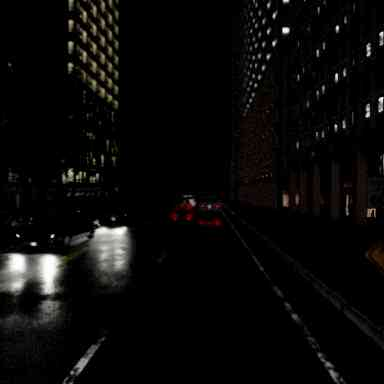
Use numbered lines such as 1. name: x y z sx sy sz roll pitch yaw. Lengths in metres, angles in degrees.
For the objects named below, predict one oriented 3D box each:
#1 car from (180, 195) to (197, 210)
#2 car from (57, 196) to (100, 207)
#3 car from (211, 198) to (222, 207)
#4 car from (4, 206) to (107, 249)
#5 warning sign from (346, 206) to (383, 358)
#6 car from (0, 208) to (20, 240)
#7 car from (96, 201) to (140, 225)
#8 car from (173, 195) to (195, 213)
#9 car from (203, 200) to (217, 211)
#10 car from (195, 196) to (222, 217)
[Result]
1. car: -0.470 1.525 49.916 2.150 2.045 5.566 0 0 3
2. car: -8.526 1.308 25.271 2.150 2.045 5.566 0 0 2
3. car: 4.357 1.876 59.717 1.882 1.535 5.008 0 0 3
4. car: -5.833 1.594 15.193 2.033 1.411 5.357 0 0 3
5. warning sign: 3.074 1.171 4.681 1.300 1.860 1.060 1 1 3
6. car: -9.094 1.523 15.044 1.837 1.490 4.892 0 0 3
7. car: -5.268 1.605 25.319 2.128 1.511 4.902 0 0 3
8. car: -1.021 1.590 39.915 2.097 1.767 4.553 0 0 3
9. car: 2.573 1.876 47.311 1.994 1.385 4.181 0 0 4
10. car: 1.861 1.451 34.101 2.150 2.045 5.566 0 0 5
